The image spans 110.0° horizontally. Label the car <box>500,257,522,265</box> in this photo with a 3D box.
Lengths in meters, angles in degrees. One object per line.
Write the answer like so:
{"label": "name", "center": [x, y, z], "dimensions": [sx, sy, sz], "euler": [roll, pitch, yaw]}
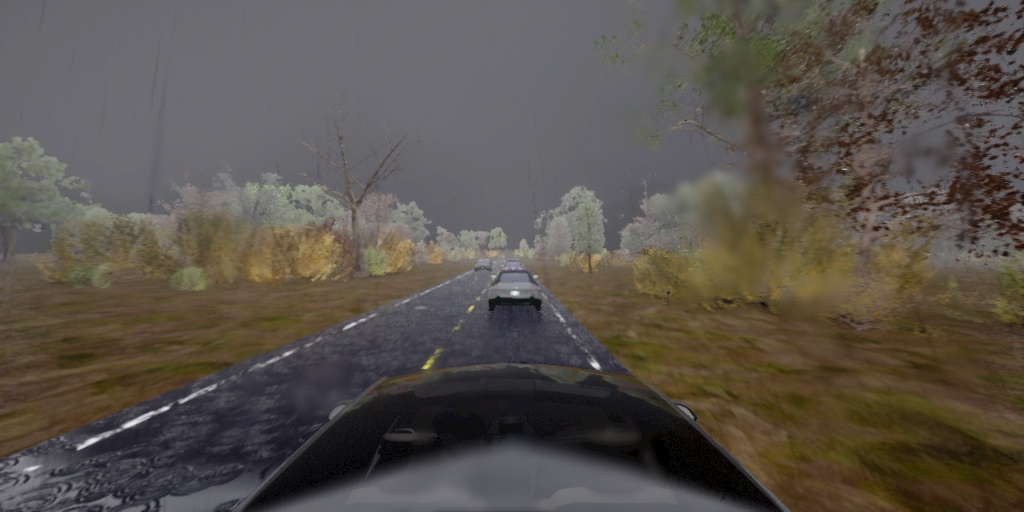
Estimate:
{"label": "car", "center": [0.110, 1.087, 32.426], "dimensions": [2.033, 1.411, 5.357], "euler": [0, 0, 0]}

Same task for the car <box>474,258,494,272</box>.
{"label": "car", "center": [-3.061, 0.996, 39.881], "dimensions": [1.837, 1.490, 4.892], "euler": [0, 0, 0]}

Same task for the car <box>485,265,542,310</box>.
{"label": "car", "center": [0.104, 1.228, 14.297], "dimensions": [1.994, 1.385, 4.181], "euler": [0, 0, 0]}
